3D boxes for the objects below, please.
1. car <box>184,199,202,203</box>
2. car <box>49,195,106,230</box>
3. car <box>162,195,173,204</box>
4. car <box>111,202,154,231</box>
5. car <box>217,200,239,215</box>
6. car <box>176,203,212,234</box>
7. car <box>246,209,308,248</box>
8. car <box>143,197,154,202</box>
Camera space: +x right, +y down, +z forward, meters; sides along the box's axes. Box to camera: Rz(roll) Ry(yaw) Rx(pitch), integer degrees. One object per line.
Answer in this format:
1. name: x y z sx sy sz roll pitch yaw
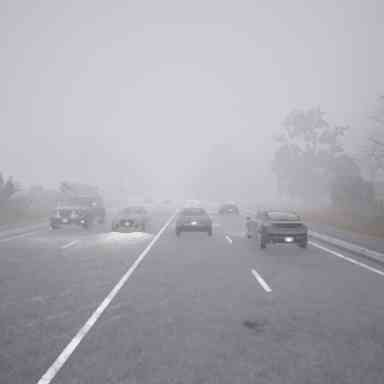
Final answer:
1. car: 0.095 1.533 36.684 1.812 1.442 4.674 0 0 0
2. car: -7.099 1.226 21.327 2.150 2.045 5.566 0 0 0
3. car: -4.608 1.363 62.700 2.097 1.767 4.553 0 0 -5
4. car: -3.600 1.568 20.410 1.994 1.385 4.181 0 0 0
5. car: 3.596 1.532 33.462 1.812 1.442 4.674 0 0 0
6. car: 0.101 1.568 19.088 1.994 1.385 4.181 0 0 0
7. car: 3.600 1.508 14.749 1.837 1.490 4.892 0 0 0
8. car: -8.187 1.569 63.292 1.994 1.385 4.181 0 0 -5
